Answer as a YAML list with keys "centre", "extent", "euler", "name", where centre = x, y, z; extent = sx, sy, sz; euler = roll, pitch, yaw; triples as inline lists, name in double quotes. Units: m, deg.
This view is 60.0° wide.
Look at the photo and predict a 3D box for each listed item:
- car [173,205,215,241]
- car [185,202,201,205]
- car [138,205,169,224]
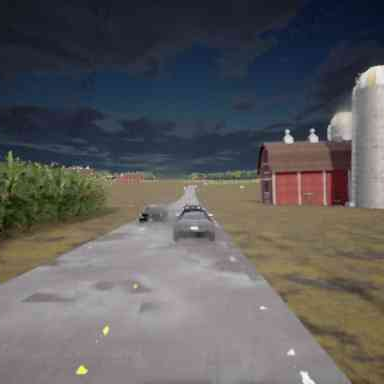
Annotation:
- centre: [0.103, 1.584, 16.841]
  extent: [1.994, 1.385, 4.181]
  euler: [0, 0, 0]
  name: "car"
- centre: [0.104, 1.714, 36.890]
  extent: [1.895, 1.301, 4.718]
  euler: [0, 0, 0]
  name: "car"
- centre: [-2.831, 1.650, 25.091]
  extent: [1.895, 1.301, 4.718]
  euler: [0, 0, 0]
  name: "car"
